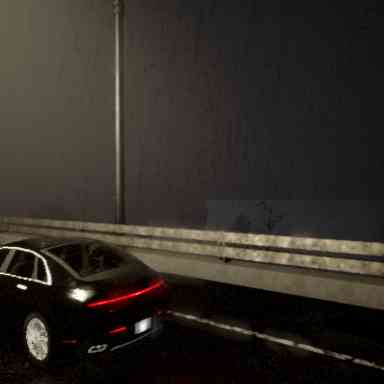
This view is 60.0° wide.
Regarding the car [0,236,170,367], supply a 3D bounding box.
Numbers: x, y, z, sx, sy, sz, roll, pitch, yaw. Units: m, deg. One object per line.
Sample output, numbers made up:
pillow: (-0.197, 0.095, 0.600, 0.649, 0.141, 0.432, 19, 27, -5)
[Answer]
car: (-2.624, 1.556, 5.888, 4.892, 1.490, 1.837, 0, 0, 36)
